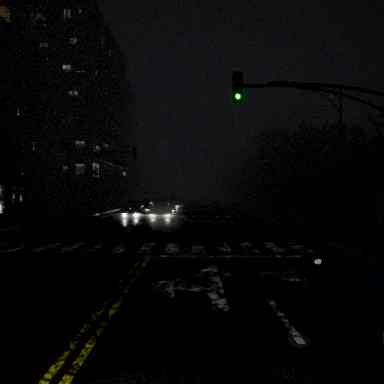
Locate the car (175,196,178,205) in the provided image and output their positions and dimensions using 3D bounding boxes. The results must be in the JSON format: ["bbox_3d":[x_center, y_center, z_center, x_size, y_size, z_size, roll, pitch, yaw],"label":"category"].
[{"bbox_3d":[-3.316,1.506,46.105,1.882,1.535,5.008,0,0,0],"label":"car"}]

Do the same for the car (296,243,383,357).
[{"bbox_3d":[3.355,1.550,5.372,2.033,1.411,5.357,0,0,0],"label":"car"}]

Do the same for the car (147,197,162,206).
[{"bbox_3d":[-6.537,1.603,58.340,1.994,1.385,4.181,0,0,0],"label":"car"}]

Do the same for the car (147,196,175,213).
[{"bbox_3d":[-3.325,1.372,36.879,2.097,1.767,4.553,0,0,0],"label":"car"}]

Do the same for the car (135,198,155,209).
[{"bbox_3d":[-6.567,1.576,46.717,2.033,1.411,5.357,0,0,0],"label":"car"}]

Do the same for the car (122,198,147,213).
[{"bbox_3d":[-6.572,1.584,37.489,1.994,1.385,4.181,0,0,0],"label":"car"}]

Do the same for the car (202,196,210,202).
[{"bbox_3d":[3.306,1.661,78.381,1.895,1.301,4.718,0,0,0],"label":"car"}]
